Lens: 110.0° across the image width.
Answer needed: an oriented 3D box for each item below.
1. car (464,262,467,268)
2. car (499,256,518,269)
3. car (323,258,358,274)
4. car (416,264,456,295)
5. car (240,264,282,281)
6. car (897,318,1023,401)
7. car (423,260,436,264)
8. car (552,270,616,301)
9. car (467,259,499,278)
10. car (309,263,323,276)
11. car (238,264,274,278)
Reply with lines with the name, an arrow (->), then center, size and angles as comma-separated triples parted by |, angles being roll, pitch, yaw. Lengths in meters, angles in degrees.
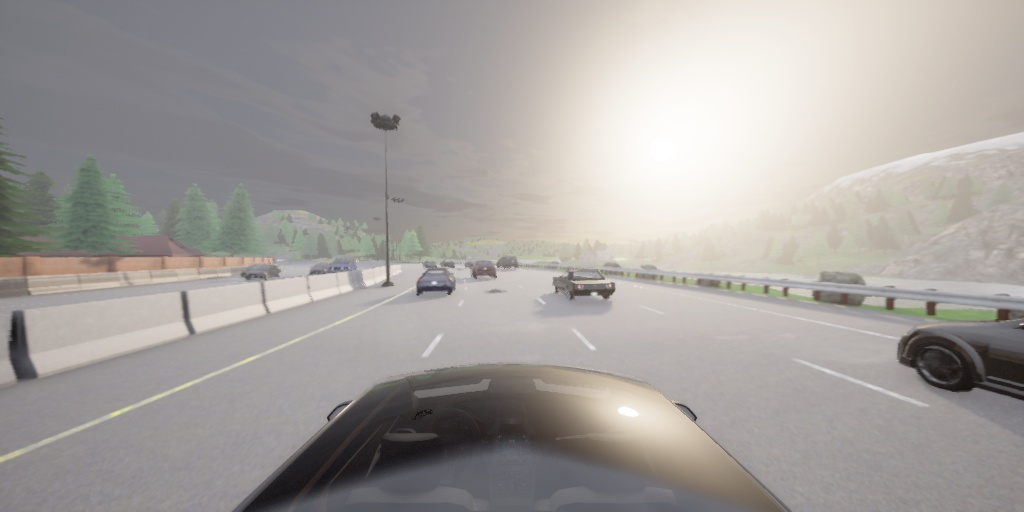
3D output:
car -> -6.890, 1.435, 62.279 | 1.994, 1.385, 4.181 | -1, 0, -21
car -> -0.774, 0.998, 55.831 | 2.150, 2.045, 5.566 | 0, 0, -19
car -> -18.446, 1.260, 39.279 | 2.150, 2.045, 5.566 | -1, 0, -13
car -> -4.327, 1.385, 20.769 | 1.994, 1.385, 4.181 | -1, 0, -7
car -> -24.912, 1.642, 36.070 | 1.837, 1.490, 4.892 | -1, 0, -13
car -> 7.105, 1.207, 3.896 | 1.994, 1.385, 4.181 | -1, 0, -1
car -> -14.473, 1.478, 62.693 | 2.128, 1.511, 4.902 | -1, 0, -22
car -> 3.249, 1.306, 17.276 | 1.895, 1.301, 4.718 | -1, 0, -5
car -> -2.856, 1.155, 34.527 | 2.097, 1.767, 4.553 | -1, 0, -11
car -> -23.261, 1.618, 43.880 | 1.837, 1.490, 4.892 | -1, 0, -15
car -> -30.072, 1.721, 42.269 | 1.837, 1.490, 4.892 | -1, 0, -15
